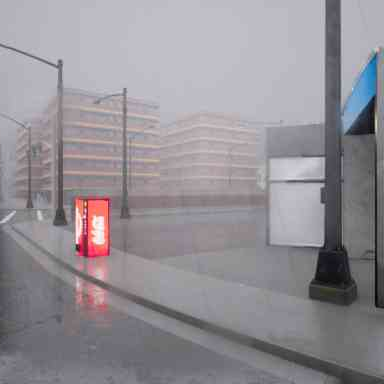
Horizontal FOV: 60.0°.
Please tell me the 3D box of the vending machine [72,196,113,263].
[{"bbox_3d":[-3.361,1.195,11.256,1.100,2.100,0.880,0,0,-36],"label":"vending machine"}]
